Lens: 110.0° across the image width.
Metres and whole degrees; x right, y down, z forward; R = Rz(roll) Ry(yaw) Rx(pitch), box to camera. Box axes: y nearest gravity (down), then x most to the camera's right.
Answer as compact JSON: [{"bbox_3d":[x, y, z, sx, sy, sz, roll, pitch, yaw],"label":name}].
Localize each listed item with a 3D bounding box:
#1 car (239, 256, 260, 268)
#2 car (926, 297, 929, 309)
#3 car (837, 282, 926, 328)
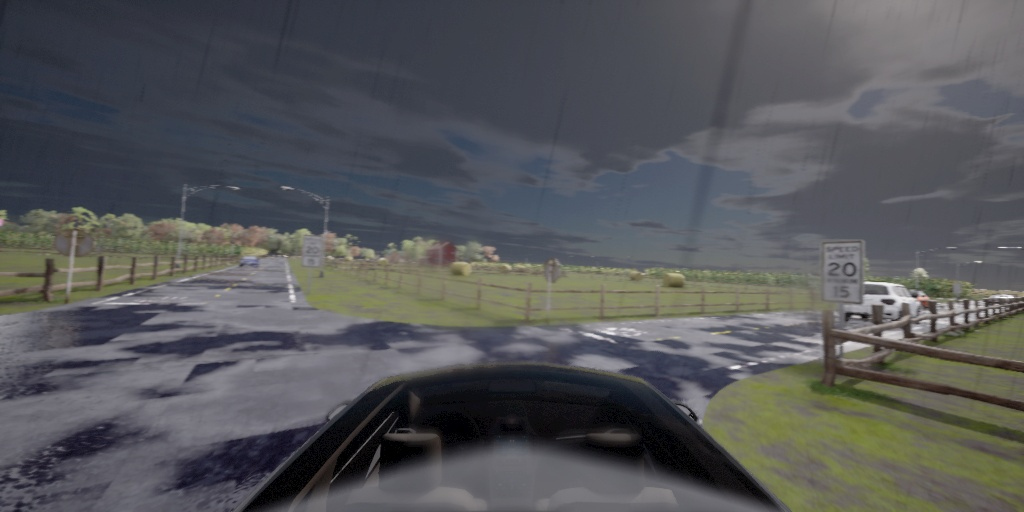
[{"bbox_3d":[-33.733,0.708,46.233,1.812,1.442,4.674,5,-2,-32],"label":"car"},{"bbox_3d":[36.164,3.892,32.742,4.553,1.767,2.097,4,-3,-33],"label":"car"},{"bbox_3d":[18.671,2.390,18.230,5.566,2.045,2.150,4,-3,-33],"label":"car"}]
